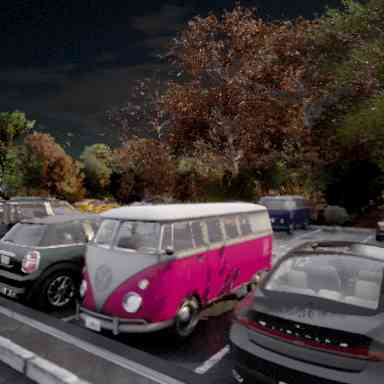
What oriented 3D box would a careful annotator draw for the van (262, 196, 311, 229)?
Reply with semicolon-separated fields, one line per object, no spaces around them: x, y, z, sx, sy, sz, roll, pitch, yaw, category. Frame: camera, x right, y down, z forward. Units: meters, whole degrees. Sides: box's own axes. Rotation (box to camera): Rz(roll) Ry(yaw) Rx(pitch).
5.319;1.205;18.851;1.878;1.987;4.442;0;0;35;van

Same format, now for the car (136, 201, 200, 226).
-1.550;1.441;23.601;2.002;1.452;4.674;0;0;35;car

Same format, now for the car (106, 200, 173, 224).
-3.817;1.396;25.221;2.097;1.535;5.008;0;0;35;car

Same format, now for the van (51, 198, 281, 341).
-0.066;1.221;6.346;1.878;1.987;4.442;0;0;35;van

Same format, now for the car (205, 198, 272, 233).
2.967;1.293;20.343;2.185;1.767;4.553;0;0;35;car

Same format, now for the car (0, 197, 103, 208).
-4.549;1.167;9.712;2.435;2.045;5.566;0;0;35;car

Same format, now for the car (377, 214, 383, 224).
9.790;1.503;15.527;2.002;1.452;4.674;0;0;35;car

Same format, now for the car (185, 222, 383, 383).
2.283;1.463;4.812;2.231;1.521;4.892;0;0;35;car

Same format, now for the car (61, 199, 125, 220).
-8.358;1.399;28.444;2.097;1.535;5.008;0;0;36;car

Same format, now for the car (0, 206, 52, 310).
-2.303;1.305;8.040;2.185;1.767;4.553;0;0;35;car
